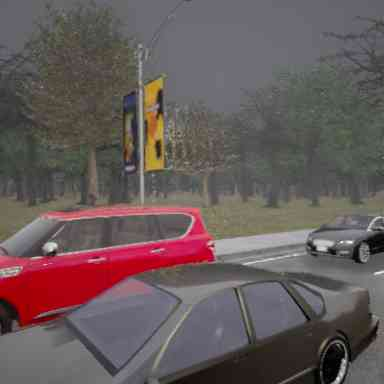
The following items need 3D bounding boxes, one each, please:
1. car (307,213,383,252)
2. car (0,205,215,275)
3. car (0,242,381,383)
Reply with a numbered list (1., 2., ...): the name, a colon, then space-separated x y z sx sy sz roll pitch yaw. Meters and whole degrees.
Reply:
1. car: 6.203 1.574 12.280 4.902 1.511 2.128 0 -1 -36
2. car: -2.049 1.306 6.209 5.566 2.045 2.150 0 -1 -36
3. car: 0.001 1.590 3.676 5.357 1.411 2.033 0 -1 -36
